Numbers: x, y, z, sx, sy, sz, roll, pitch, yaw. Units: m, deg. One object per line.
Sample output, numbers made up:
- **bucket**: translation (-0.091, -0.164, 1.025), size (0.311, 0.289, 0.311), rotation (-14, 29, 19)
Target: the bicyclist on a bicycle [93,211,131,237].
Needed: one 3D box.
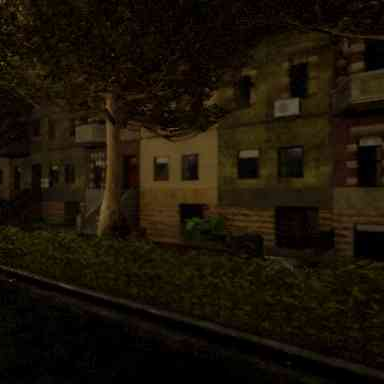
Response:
- **bicyclist on a bicycle**: translation (-2.533, 1.282, 11.211), size (0.582, 1.656, 1.620), rotation (-35, 23, 24)
